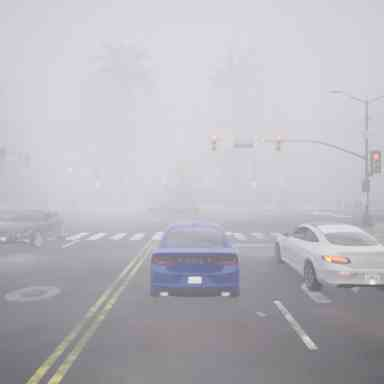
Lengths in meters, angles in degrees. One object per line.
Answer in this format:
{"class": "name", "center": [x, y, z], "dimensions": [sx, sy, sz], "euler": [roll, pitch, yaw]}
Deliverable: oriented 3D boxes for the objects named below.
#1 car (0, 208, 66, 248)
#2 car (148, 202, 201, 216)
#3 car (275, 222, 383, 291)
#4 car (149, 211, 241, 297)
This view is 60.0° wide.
{"class": "car", "center": [-7.106, 1.505, 14.758], "dimensions": [1.837, 1.490, 4.892], "euler": [1, 0, -3]}
{"class": "car", "center": [-1.582, 1.601, 30.423], "dimensions": [4.718, 1.301, 1.895], "euler": [0, 0, 0]}
{"class": "car", "center": [3.566, 1.526, 8.878], "dimensions": [1.812, 1.442, 4.674], "euler": [0, 0, 0]}
{"class": "car", "center": [0.065, 1.478, 8.628], "dimensions": [1.882, 1.535, 5.008], "euler": [0, 0, 0]}
